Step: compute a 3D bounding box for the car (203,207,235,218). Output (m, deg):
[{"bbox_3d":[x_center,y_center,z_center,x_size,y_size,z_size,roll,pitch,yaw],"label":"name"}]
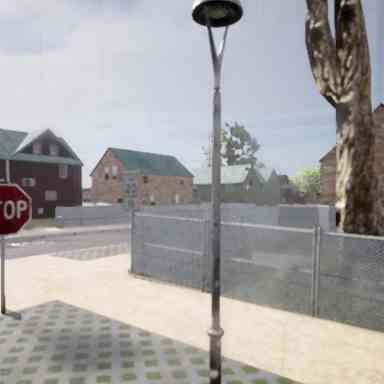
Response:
[{"bbox_3d":[1.879,2.005,28.613,2.128,1.511,4.902,-2,-2,35],"label":"car"}]
